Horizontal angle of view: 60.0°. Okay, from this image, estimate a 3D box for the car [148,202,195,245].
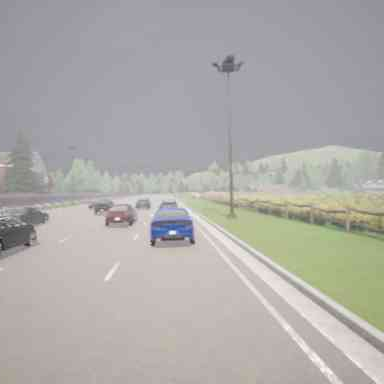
[{"bbox_3d":[-0.947,1.463,15.751,1.882,1.535,5.008,-2,0,-4],"label":"car"}]

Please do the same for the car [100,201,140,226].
[{"bbox_3d":[-5.060,1.599,24.038,1.812,1.442,4.674,-2,0,-4],"label":"car"}]

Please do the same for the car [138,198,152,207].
[{"bbox_3d":[-6.812,1.555,46.954,2.128,1.511,4.902,-2,0,-4],"label":"car"}]

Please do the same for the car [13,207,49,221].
[{"bbox_3d":[-12.071,1.804,23.946,2.033,1.411,5.357,-2,0,-4],"label":"car"}]

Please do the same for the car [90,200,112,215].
[{"bbox_3d":[-9.567,1.664,37.084,1.837,1.490,4.892,-2,0,-4],"label":"car"}]

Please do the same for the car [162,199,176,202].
[{"bbox_3d":[-2.416,1.470,35.214,2.128,1.511,4.902,-2,0,-4],"label":"car"}]

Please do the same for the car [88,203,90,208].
[{"bbox_3d":[-14.035,1.846,49.675,1.895,1.301,4.718,-2,0,-4],"label":"car"}]

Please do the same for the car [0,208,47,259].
[{"bbox_3d":[-7.717,1.661,12.865,2.128,1.511,4.902,-2,0,-4],"label":"car"}]
